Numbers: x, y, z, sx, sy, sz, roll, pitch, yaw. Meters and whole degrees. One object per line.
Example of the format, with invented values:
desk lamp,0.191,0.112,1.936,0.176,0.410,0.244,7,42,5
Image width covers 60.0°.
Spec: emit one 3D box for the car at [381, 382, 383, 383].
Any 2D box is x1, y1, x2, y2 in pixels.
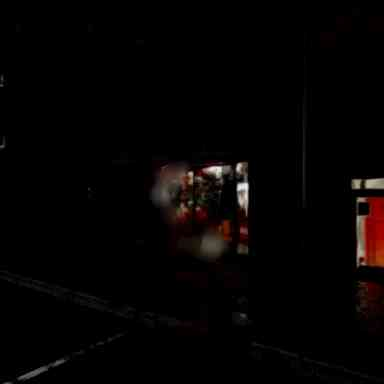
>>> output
car,2.586,1.441,1.037,4.097,1.590,1.967,0,0,35
